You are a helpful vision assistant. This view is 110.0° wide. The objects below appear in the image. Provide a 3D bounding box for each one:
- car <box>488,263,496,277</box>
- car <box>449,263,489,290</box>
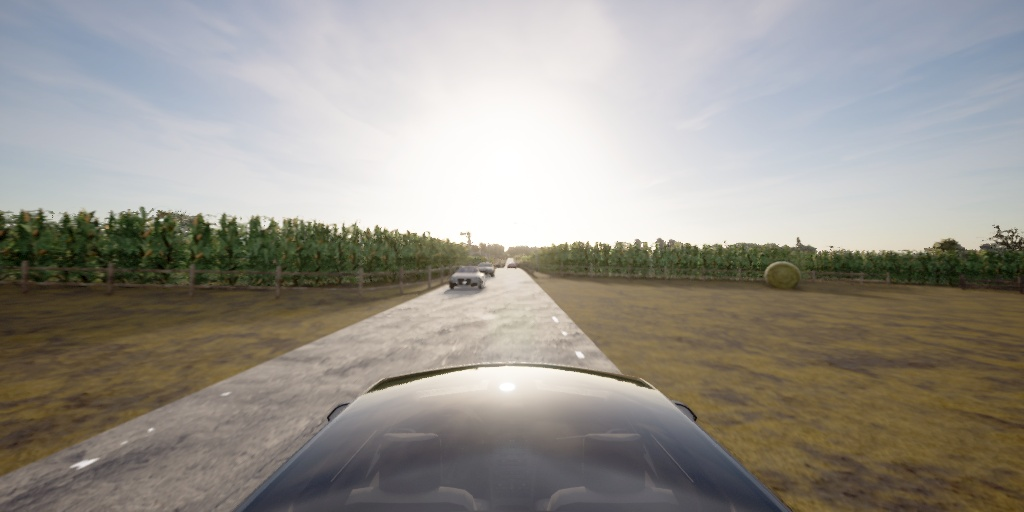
[{"bbox_3d":[-2.774,1.467,38.131,1.837,1.490,4.892,0,-1,0],"label":"car"},{"bbox_3d":[-2.784,1.376,23.097,1.994,1.385,4.181,0,0,0],"label":"car"}]
